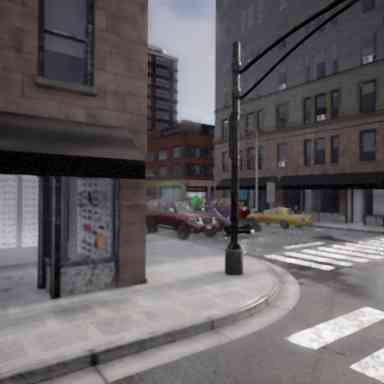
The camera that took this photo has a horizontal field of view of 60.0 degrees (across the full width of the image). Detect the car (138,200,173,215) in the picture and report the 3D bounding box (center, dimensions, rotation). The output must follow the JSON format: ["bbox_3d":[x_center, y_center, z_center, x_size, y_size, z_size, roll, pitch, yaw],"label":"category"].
[{"bbox_3d":[-4.035,1.644,36.187,1.887,1.381,4.507,1,0,-36],"label":"car"}]

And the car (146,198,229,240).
[{"bbox_3d":[-0.664,1.347,17.667,2.192,1.841,5.009,1,0,-36],"label":"car"}]

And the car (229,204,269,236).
[{"bbox_3d":[1.451,1.606,19.008,2.033,1.411,5.357,1,0,-38],"label":"car"}]

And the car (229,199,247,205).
[{"bbox_3d":[2.569,1.427,26.946,2.192,1.841,5.009,1,0,-36],"label":"car"}]

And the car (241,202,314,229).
[{"bbox_3d":[5.770,1.643,22.462,1.752,1.417,4.829,1,0,-36],"label":"car"}]

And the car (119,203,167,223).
[{"bbox_3d":[-4.071,1.650,26.795,1.895,1.301,4.718,1,0,-36],"label":"car"}]
